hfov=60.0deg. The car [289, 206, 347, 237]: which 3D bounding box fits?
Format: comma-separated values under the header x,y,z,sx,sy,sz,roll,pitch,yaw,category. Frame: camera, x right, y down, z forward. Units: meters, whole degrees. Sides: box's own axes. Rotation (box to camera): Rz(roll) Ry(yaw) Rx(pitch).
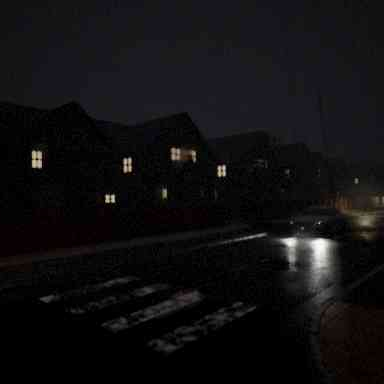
x,y,z,sx,sy,sz,roll,pitch,yaw,category
7.028,1.503,18.222,1.812,1.442,4.674,-2,-1,42,car
